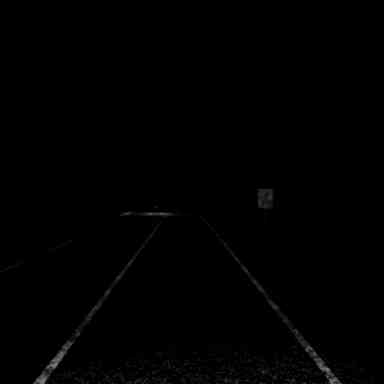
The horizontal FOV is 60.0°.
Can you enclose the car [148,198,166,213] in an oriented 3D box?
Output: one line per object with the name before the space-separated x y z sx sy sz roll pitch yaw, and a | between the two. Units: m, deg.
car | -4.647 1.748 45.055 2.150 2.045 5.566 0 -3 -1
